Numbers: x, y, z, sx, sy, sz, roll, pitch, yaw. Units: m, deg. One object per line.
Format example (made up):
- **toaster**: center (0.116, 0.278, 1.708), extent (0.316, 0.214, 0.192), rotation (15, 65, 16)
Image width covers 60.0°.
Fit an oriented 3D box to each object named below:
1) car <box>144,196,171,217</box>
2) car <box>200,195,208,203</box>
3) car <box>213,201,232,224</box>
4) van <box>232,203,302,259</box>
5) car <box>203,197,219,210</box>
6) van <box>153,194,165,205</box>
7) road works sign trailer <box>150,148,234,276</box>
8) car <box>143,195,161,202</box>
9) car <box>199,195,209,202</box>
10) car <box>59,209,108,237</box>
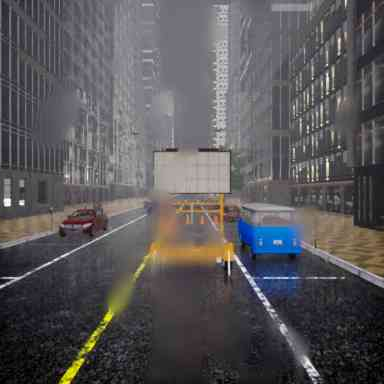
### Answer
- **car**: center (-3.007, 1.471, 31.360), extent (1.882, 1.535, 5.008), rotation (0, 0, 0)
- **car**: center (2.680, 1.534, 52.116), extent (2.008, 1.369, 4.403), rotation (0, 0, 0)
- **car**: center (2.685, 1.577, 23.653), extent (1.802, 1.307, 4.206), rotation (0, 0, 0)
- **van**: center (2.687, 1.339, 12.269), extent (1.690, 1.788, 3.998), rotation (0, 0, 0)
- **car**: center (2.682, 1.573, 40.731), extent (1.802, 1.307, 4.206), rotation (0, 0, 0)
- **van**: center (-5.701, 1.318, 57.810), extent (1.690, 1.788, 3.998), rotation (0, 0, 0)
- **road works sign trailer**: center (-0.002, 0.462, 10.287), extent (2.380, 3.560, 2.880), rotation (0, 0, 0)
- **car**: center (-5.700, 1.539, 46.425), extent (2.008, 1.369, 4.403), rotation (0, 0, 0)
- **car**: center (2.676, 1.387, 74.885), extent (1.967, 1.590, 4.097), rotation (0, 0, 0)
- **car**: center (-5.695, 1.578, 17.962), extent (1.802, 1.307, 4.206), rotation (0, 0, 0)
